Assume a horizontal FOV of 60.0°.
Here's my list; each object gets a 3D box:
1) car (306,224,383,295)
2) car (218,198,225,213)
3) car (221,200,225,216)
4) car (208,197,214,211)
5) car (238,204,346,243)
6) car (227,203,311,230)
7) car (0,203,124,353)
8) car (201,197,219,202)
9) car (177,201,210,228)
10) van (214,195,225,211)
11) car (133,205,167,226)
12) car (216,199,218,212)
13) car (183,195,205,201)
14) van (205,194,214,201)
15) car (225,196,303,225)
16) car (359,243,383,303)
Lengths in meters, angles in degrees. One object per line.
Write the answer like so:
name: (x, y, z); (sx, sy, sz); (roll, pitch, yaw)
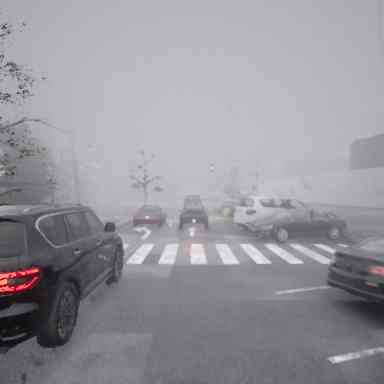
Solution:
car: (5.064, 1.533, 7.043); (4.674, 1.452, 2.002); (1, 0, -20)
car: (5.238, 1.572, 27.982); (5.366, 1.575, 1.946); (1, -1, -20)
car: (5.058, 1.556, 24.935); (4.892, 1.521, 2.231); (1, -1, -20)
car: (4.890, 1.624, 36.798); (5.366, 1.575, 1.946); (1, 0, -20)
car: (5.076, 1.515, 15.984); (4.892, 1.521, 2.231); (1, 0, -20)
car: (5.071, 1.539, 21.950); (5.008, 1.535, 2.097); (1, 0, -20)
car: (-2.886, 1.222, 6.454); (2.150, 2.045, 5.566); (0, 0, 0)
car: (5.047, 2.037, 92.123); (4.674, 1.452, 2.002); (1, -2, -20)
car: (0.098, 1.551, 22.371); (1.837, 1.490, 4.892); (0, -1, 0)
van: (4.957, 1.383, 33.840); (4.442, 1.987, 1.878); (1, 0, -20)
car: (-2.905, 1.620, 23.627); (1.994, 1.385, 4.181); (0, 0, 0)
car: (5.089, 1.621, 30.912); (4.792, 1.488, 2.163); (1, -1, -20)
car: (0.092, 1.373, 38.764); (2.150, 2.045, 5.566); (0, 0, 0)
van: (4.946, 1.680, 89.108); (4.442, 1.987, 1.878); (1, -2, -20)
car: (5.095, 1.274, 18.986); (5.566, 2.045, 2.435); (1, 0, -20)
car: (4.896, 1.485, 3.994); (5.366, 1.575, 1.946); (1, 0, -20)
